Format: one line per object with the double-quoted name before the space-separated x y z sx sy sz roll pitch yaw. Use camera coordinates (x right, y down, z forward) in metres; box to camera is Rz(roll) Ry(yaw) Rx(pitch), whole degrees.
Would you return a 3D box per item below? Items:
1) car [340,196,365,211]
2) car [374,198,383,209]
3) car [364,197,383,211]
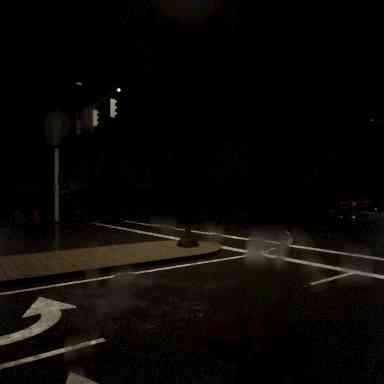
"car" 20.409 1.352 41.405 4.553 1.767 2.097 0 0 -36
"car" 27.424 1.564 46.433 4.181 1.385 1.994 0 0 -36
"car" 22.821 1.547 38.873 5.357 1.411 2.033 0 0 -35
